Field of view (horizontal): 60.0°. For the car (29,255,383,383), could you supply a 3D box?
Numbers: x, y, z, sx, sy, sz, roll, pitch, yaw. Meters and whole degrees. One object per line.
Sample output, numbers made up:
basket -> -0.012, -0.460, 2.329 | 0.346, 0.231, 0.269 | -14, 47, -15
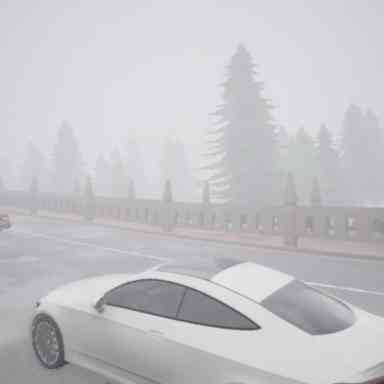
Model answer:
car -> -0.063, 1.533, 4.034 | 4.674, 1.442, 1.812 | 0, 0, 36

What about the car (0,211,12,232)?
car -> -10.722, 1.165, 15.943 | 5.357, 1.411, 2.033 | 3, 2, 36
